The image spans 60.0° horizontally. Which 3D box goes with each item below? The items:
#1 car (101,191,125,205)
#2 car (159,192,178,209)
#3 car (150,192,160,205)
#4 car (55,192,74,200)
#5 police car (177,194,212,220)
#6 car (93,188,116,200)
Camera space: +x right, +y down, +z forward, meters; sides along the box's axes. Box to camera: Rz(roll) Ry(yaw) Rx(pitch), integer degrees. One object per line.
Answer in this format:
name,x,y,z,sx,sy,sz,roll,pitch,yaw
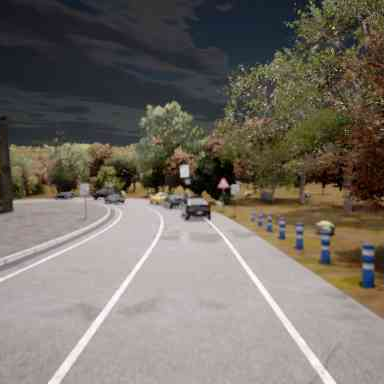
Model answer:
car,-10.535,0.997,45.393,1.994,1.385,4.181,-3,2,-27
car,-1.877,0.965,35.981,1.837,1.490,4.892,-2,2,-16
car,-4.009,0.762,42.076,1.801,1.575,5.366,-3,2,-22
car,-26.696,0.746,69.495,4.902,1.511,2.128,-2,4,33
police car,0.242,1.168,25.868,1.930,1.638,5.238,-1,2,-7
car,-15.399,0.365,58.997,2.150,2.045,5.566,-6,4,-43
